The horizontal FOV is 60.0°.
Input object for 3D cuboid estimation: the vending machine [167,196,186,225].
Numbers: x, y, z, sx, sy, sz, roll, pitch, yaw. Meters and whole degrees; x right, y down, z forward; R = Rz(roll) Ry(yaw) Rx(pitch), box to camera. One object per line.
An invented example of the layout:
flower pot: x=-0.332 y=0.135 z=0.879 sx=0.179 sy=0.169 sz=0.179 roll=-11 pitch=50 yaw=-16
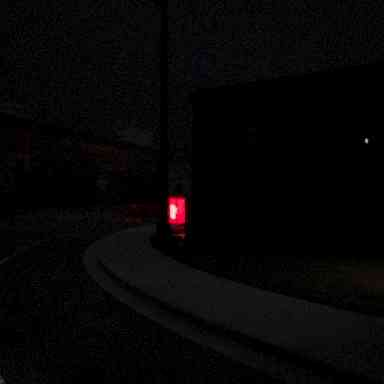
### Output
vending machine: x=-1.168 y=1.387 z=24.825 sx=1.100 sy=2.100 sz=0.880 roll=0 pitch=-1 yaw=28

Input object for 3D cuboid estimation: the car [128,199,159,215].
car: x=-5.095 y=1.621 z=37.076 sx=2.097 sy=1.767 sz=4.553 roll=0 pitch=-1 yaw=28

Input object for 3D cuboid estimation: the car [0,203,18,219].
car: x=-17.299 y=1.671 z=28.614 sx=1.812 sy=1.442 sz=4.674 roll=0 pitch=-1 yaw=22

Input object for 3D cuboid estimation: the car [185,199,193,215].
car: x=-0.373 y=1.865 z=38.459 sx=1.994 sy=1.385 sz=4.181 roll=0 pitch=-1 yaw=28
